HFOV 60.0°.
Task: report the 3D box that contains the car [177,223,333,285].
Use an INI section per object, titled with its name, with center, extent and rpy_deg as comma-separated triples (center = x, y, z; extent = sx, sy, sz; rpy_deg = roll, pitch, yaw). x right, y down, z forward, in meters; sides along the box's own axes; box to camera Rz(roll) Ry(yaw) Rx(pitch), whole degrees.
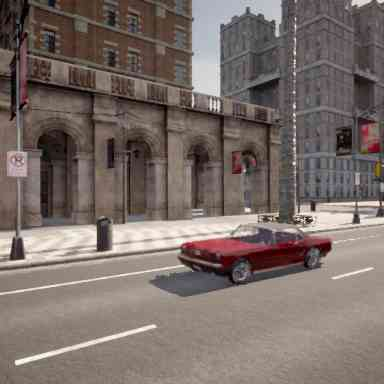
[car]
center = 1.937, 1.601, 9.658
extent = 4.718, 1.301, 1.895
rpy_deg = 0, 0, -35
